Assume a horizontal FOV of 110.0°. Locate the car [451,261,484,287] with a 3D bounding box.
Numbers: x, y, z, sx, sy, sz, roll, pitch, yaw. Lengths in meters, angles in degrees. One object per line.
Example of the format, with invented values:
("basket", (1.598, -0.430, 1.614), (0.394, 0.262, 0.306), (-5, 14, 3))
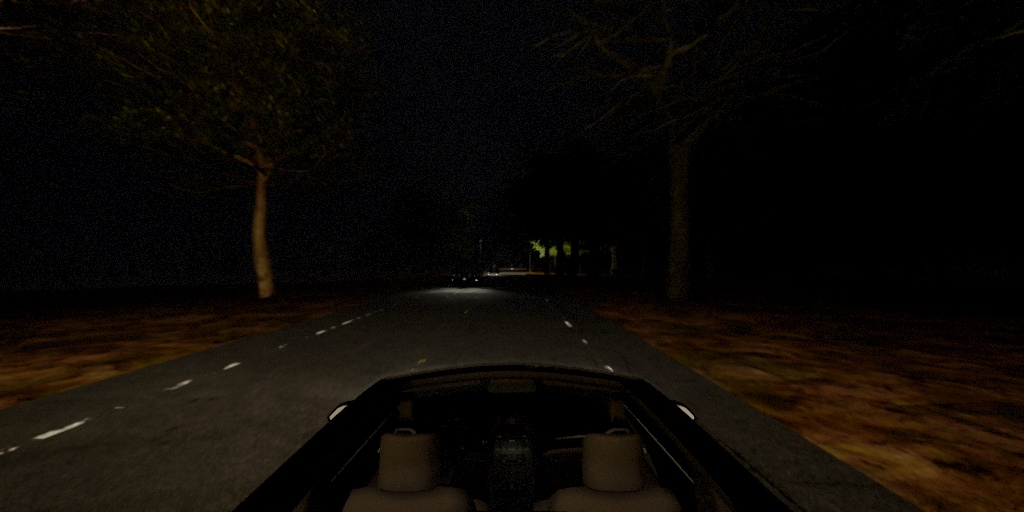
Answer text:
("car", (-3.593, 1.445, 29.875), (2.150, 2.045, 5.566), (0, -1, 0))
